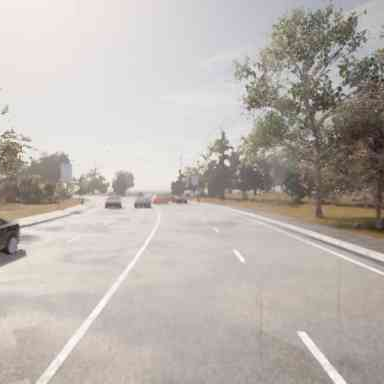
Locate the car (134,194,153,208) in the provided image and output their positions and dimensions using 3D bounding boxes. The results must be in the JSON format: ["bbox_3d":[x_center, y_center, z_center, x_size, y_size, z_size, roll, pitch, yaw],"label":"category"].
[{"bbox_3d":[-6.308,1.326,42.096,1.994,1.385,4.181,0,0,-10],"label":"car"}]

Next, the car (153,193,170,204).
[{"bbox_3d":[-5.440,1.013,54.470,2.097,1.767,4.553,0,0,-16],"label":"car"}]

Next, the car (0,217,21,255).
[{"bbox_3d":[-7.229,1.442,10.279,1.882,1.535,5.008,0,0,-1],"label":"car"}]

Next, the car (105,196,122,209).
[{"bbox_3d":[-9.753,1.241,41.474,1.882,1.535,5.008,0,0,-10],"label":"car"}]

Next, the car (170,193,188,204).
[{"bbox_3d":[-2.129,1.258,55.653,1.895,1.301,4.718,0,0,-16],"label":"car"}]

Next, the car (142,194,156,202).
[{"bbox_3d":[-8.357,1.117,64.309,1.812,1.442,4.674,0,0,-20],"label":"car"}]

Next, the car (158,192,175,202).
[{"bbox_3d":[-5.055,0.947,65.474,2.097,1.767,4.553,0,0,-20],"label":"car"}]
